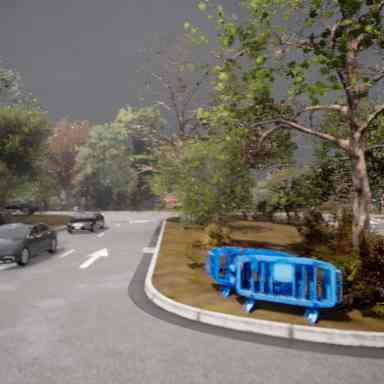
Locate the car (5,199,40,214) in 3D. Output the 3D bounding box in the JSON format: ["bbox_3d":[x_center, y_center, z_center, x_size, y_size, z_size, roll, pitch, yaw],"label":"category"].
[{"bbox_3d":[-23.800,1.990,45.346,5.566,2.045,2.150,0,-1,-5],"label":"car"}]

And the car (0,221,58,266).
[{"bbox_3d":[-7.238,2.056,13.956,1.837,1.490,4.892,-1,-1,-2],"label":"car"}]

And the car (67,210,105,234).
[{"bbox_3d":[-7.820,2.156,24.821,2.128,1.511,4.902,-1,0,-3],"label":"car"}]
